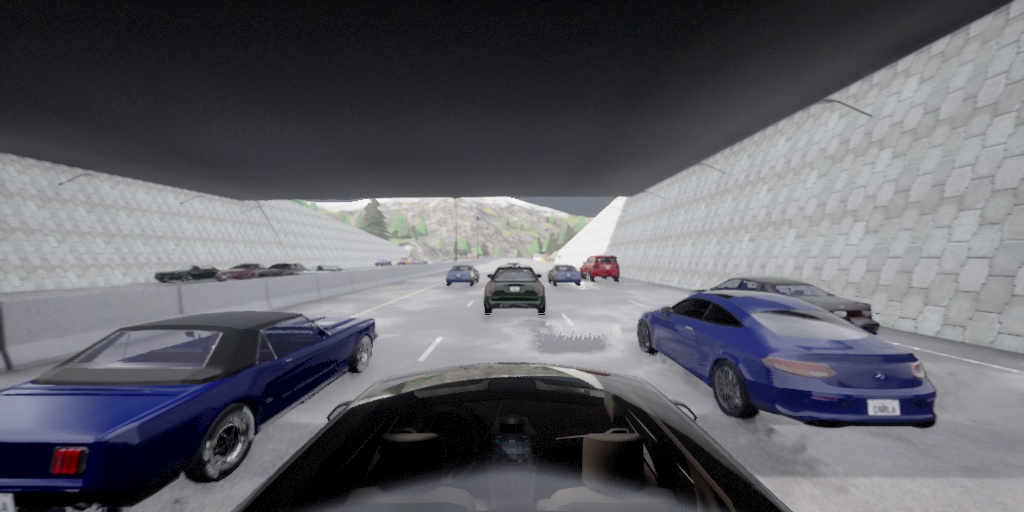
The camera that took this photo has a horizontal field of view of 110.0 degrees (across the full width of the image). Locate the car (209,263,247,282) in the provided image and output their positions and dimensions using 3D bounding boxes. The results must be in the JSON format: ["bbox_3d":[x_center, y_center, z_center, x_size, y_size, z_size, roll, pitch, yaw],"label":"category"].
[{"bbox_3d":[-21.085,1.283,28.600,1.812,1.442,4.674,0,0,0],"label":"car"}]

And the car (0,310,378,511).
[{"bbox_3d":[-3.425,1.352,4.593,1.895,1.301,4.718,0,0,0],"label":"car"}]

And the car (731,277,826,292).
[{"bbox_3d":[7.095,1.303,10.268,2.033,1.411,5.357,0,0,0],"label":"car"}]

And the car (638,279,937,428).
[{"bbox_3d":[3.575,1.278,5.740,1.812,1.442,4.674,0,0,0],"label":"car"}]

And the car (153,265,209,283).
[{"bbox_3d":[-24.588,1.357,27.684,1.895,1.301,4.718,0,0,0],"label":"car"}]

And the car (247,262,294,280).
[{"bbox_3d":[-17.588,1.263,27.752,1.837,1.490,4.892,0,0,0],"label":"car"}]

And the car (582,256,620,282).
[{"bbox_3d":[7.110,0.986,29.284,2.150,2.045,5.566,0,0,0],"label":"car"}]

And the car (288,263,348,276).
[{"bbox_3d":[-14.091,1.359,26.668,1.895,1.301,4.718,0,0,0],"label":"car"}]

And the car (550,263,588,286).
[{"bbox_3d":[3.602,1.309,25.292,2.033,1.411,5.357,0,0,0],"label":"car"}]

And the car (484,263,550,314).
[{"bbox_3d":[0.097,1.108,13.856,2.097,1.767,4.553,0,0,0],"label":"car"}]

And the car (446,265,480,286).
[{"bbox_3d":[-3.398,1.307,25.297,2.033,1.411,5.357,0,0,0],"label":"car"}]

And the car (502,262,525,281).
[{"bbox_3d":[0.100,1.289,31.242,1.812,1.442,4.674,0,0,0],"label":"car"}]
